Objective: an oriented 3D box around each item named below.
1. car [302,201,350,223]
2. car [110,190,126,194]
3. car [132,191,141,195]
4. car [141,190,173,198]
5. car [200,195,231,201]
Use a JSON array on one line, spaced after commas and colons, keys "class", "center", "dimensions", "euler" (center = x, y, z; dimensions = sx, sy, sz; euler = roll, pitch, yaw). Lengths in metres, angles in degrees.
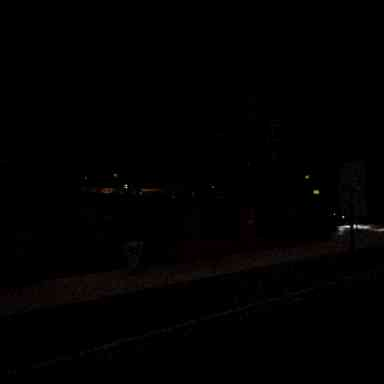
[{"class": "car", "center": [8.222, 1.336, 22.259], "dimensions": [1.994, 1.385, 4.181], "euler": [-2, 2, -36]}, {"class": "car", "center": [-13.088, 0.398, 58.108], "dimensions": [1.837, 1.490, 4.892], "euler": [-2, 2, -35]}, {"class": "car", "center": [-7.413, 0.569, 49.985], "dimensions": [2.128, 1.511, 4.902], "euler": [-2, 2, -35]}, {"class": "car", "center": [-3.789, 0.700, 39.639], "dimensions": [2.097, 1.767, 4.553], "euler": [-2, 2, -34]}, {"class": "car", "center": [2.318, 1.066, 30.785], "dimensions": [1.837, 1.490, 4.892], "euler": [-2, 2, -35]}]
